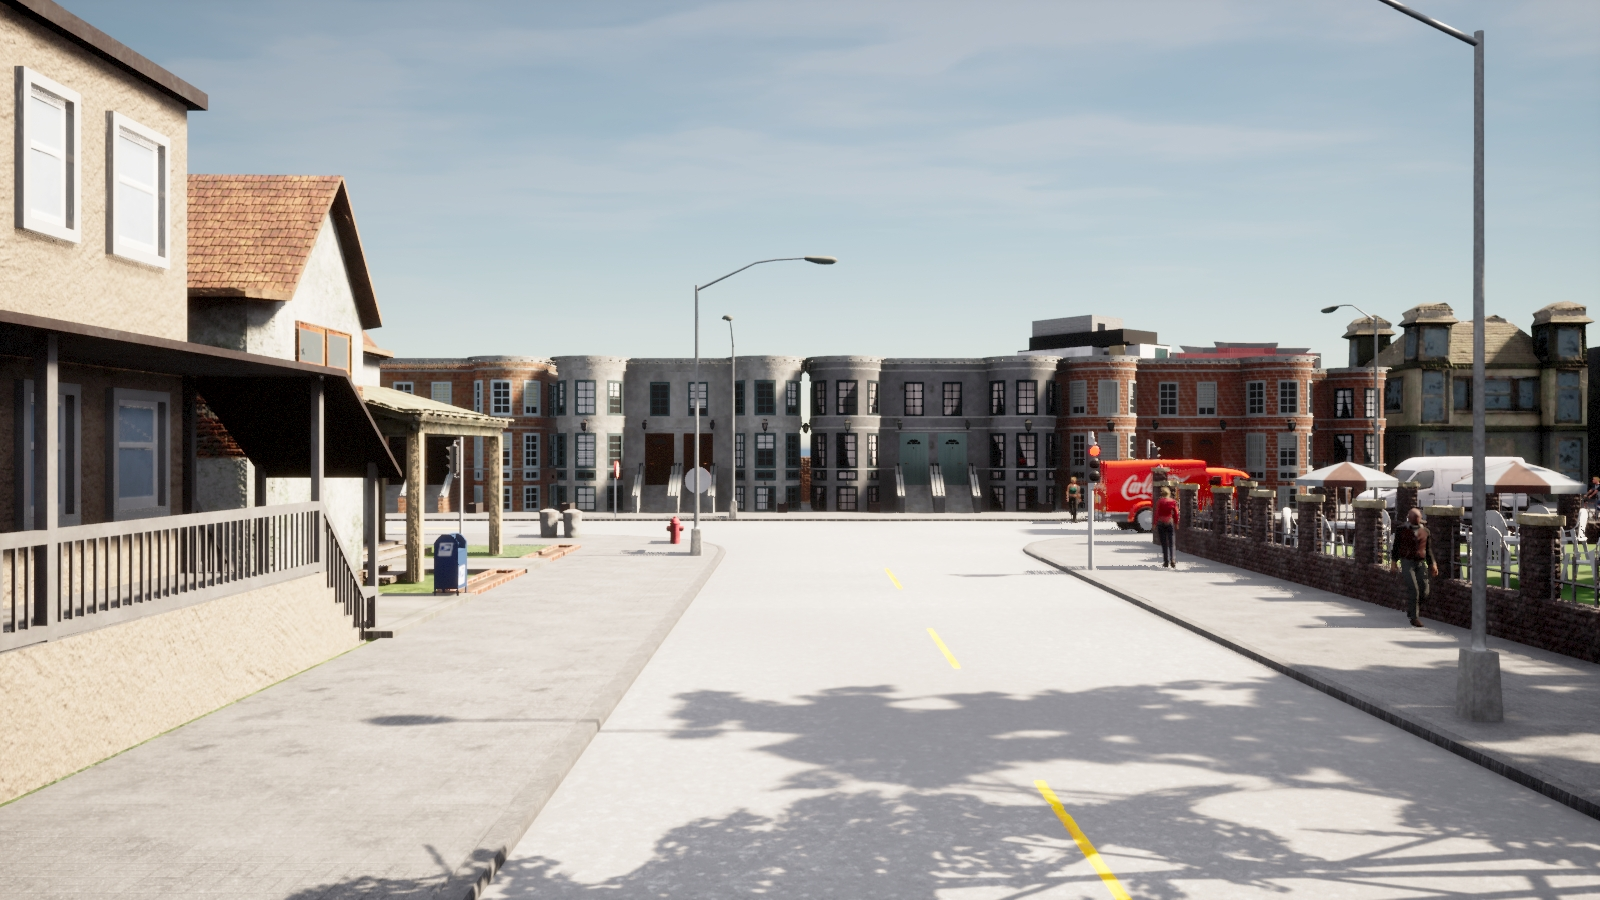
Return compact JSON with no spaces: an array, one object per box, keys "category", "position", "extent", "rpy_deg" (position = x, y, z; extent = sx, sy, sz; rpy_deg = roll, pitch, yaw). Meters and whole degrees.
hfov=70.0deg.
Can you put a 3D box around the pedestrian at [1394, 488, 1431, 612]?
[{"category":"pedestrian","position":[9.356,1.523,17.462],"extent":[0.375,1.860,0.375],"rpy_deg":[0,0,1]}]

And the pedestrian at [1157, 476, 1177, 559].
[{"category":"pedestrian","position":[8.327,1.516,25.915],"extent":[0.375,1.860,0.375],"rpy_deg":[0,0,6]}]

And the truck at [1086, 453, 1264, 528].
[{"category":"truck","position":[12.684,1.349,38.912],"extent":[5.204,2.467,2.627],"rpy_deg":[0,0,0]}]

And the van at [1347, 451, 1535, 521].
[{"category":"van","position":[23.901,1.314,42.744],"extent":[5.915,2.561,1.988],"rpy_deg":[0,0,0]}]

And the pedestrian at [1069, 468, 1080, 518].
[{"category":"pedestrian","position":[10.332,1.629,43.039],"extent":[0.375,1.860,0.375],"rpy_deg":[0,0,10]}]
